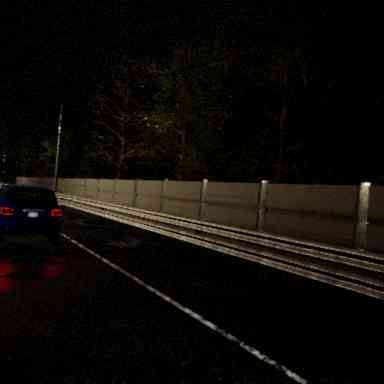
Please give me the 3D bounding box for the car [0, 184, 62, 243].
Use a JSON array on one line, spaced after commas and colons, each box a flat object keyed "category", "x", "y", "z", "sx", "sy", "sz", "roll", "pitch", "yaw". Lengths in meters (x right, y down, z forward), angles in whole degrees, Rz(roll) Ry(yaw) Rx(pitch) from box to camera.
[{"category": "car", "x": -6.838, "y": 0.748, "z": 13.390, "sx": 2.150, "sy": 2.045, "sz": 5.566, "roll": 5, "pitch": 0, "yaw": -34}]
